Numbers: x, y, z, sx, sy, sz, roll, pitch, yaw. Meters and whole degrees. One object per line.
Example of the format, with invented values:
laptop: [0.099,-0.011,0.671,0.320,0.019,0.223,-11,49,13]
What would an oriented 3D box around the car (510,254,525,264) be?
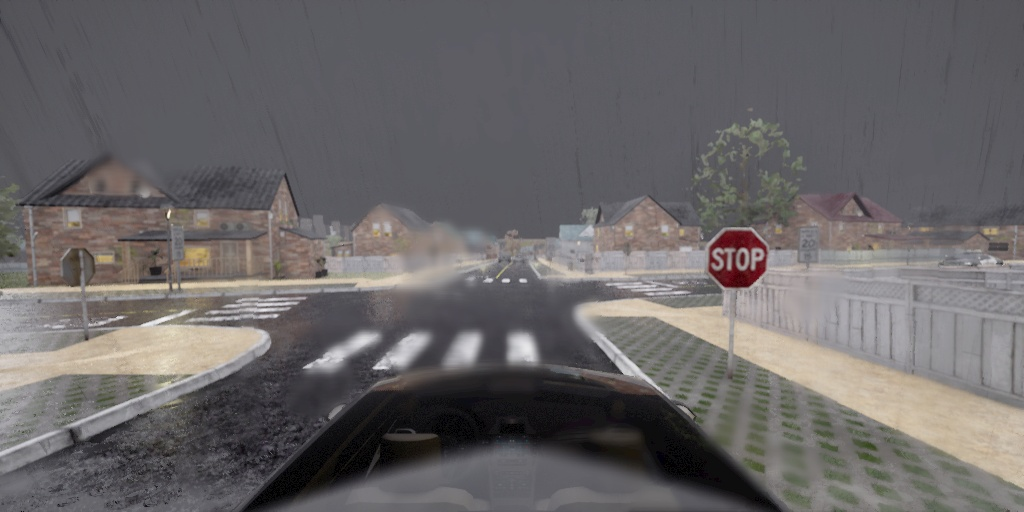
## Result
car: [1.222,0.535,62.631,2.128,1.511,4.902,0,0,2]

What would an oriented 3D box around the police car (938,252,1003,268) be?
police car: [37.320,0.489,29.269,4.974,1.542,2.038,-1,3,-17]
